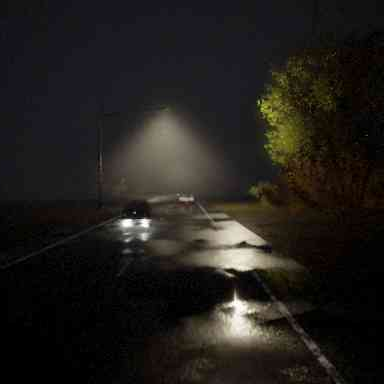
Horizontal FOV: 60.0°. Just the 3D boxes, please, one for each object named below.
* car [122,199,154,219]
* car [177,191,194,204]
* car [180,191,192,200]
[{"bbox_3d":[-4.058,1.238,25.397,1.994,1.385,4.181,0,1,-1],"label":"car"},{"bbox_3d":[-0.741,0.973,45.078,1.895,1.301,4.718,0,1,-1],"label":"car"},{"bbox_3d":[-1.102,0.617,62.952,2.128,1.511,4.902,0,1,-1],"label":"car"}]
